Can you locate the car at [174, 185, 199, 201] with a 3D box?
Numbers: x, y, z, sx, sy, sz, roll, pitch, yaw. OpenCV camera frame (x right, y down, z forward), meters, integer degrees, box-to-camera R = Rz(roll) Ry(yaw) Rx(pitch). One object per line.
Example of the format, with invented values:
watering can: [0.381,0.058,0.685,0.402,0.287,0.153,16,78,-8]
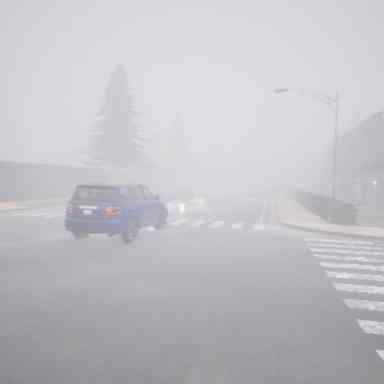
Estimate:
car: [-1.036,0.268,35.832,1.895,1.301,4.718,2,2,14]

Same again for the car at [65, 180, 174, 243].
car: [-2.692,0.660,13.184,2.150,2.045,5.566,2,2,13]

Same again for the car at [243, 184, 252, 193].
car: [11.543,-0.661,63.846,2.097,1.767,4.553,3,2,33]

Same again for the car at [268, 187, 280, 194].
car: [15.194,-0.327,63.112,1.994,1.385,4.181,3,2,33]

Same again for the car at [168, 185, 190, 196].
car: [-1.732,-0.272,47.641,1.837,1.490,4.892,2,2,14]

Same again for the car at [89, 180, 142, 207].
car: [-6.377,0.011,28.542,2.150,2.045,5.566,2,2,14]

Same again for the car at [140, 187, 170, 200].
car: [-4.108,0.109,38.002,1.895,1.301,4.718,2,2,13]

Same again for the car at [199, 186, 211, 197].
car: [1.417,-0.137,45.808,2.128,1.511,4.902,2,2,14]

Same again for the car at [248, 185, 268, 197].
car: [10.182,0.008,51.168,1.895,1.301,4.718,2,2,16]
